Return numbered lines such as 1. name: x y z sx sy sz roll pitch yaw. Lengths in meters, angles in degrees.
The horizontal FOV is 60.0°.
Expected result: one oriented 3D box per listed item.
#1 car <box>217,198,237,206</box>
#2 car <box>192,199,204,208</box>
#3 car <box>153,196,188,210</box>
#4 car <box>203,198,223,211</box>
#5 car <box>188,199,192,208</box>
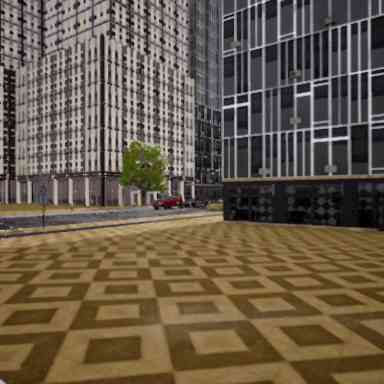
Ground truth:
1. car: 6.435 1.773 60.167 1.802 1.307 4.206 0 0 35
2. car: 2.452 1.658 49.728 1.837 1.490 4.892 0 -1 35
3. car: -3.265 1.452 46.098 2.192 1.841 5.009 0 0 35
4. car: 3.731 1.644 41.480 1.752 1.417 4.829 0 0 35
5. car: -0.032 1.722 50.786 1.947 1.339 4.313 0 0 35
